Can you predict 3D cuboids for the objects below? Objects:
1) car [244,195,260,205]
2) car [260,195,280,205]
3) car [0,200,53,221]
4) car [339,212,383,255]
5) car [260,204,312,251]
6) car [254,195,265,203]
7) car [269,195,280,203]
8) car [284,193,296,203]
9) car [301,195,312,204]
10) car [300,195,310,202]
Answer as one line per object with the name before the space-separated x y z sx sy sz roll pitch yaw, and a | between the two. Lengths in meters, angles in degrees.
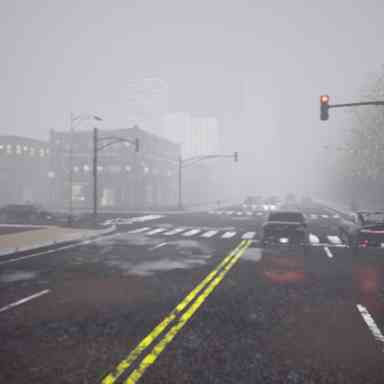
car | 10.249 1.455 57.946 1.882 1.535 5.008 1 0 17
car | 13.415 1.508 57.191 2.128 1.511 4.902 1 0 17
car | -13.209 1.598 26.457 4.313 1.339 1.947 0 1 17
car | 7.108 1.544 13.256 2.128 1.511 4.902 1 0 17
car | 4.075 1.519 14.449 1.837 1.490 4.892 1 0 17
car | 14.707 1.485 72.587 1.837 1.490 4.892 1 0 17
car | 17.834 1.501 71.700 1.882 1.535 5.008 1 0 17
car | 20.429 1.285 69.043 2.150 2.045 5.566 1 0 17
car | 23.649 1.653 68.478 1.994 1.385 4.181 1 0 17
car | 26.531 1.488 78.057 2.033 1.411 5.357 1 0 17
